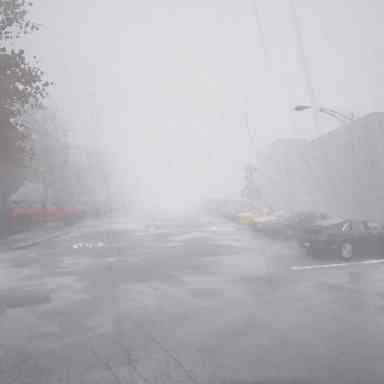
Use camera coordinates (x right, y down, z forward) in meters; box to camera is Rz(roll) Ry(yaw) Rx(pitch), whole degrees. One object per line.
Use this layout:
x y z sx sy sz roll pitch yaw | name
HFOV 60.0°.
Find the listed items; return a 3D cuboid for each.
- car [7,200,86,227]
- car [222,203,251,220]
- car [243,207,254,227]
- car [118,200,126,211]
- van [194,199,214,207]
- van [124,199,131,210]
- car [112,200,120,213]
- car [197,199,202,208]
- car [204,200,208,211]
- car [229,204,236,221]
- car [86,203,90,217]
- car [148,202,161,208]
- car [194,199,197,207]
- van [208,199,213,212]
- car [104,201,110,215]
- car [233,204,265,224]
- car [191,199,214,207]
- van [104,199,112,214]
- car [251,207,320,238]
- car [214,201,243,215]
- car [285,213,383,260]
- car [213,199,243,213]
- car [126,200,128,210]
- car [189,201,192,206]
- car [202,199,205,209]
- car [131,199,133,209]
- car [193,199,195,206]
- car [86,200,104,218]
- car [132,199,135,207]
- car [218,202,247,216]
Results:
-11.918 1.727 27.197 5.566 2.045 2.435 0 -1 -23 | car
5.721 2.027 30.994 4.892 1.521 2.231 1 -1 -23 | car
6.138 1.930 22.206 4.674 1.452 2.002 1 -1 -23 | car
-12.764 2.302 47.836 5.366 1.575 1.946 0 -1 -23 | car
3.051 2.760 83.683 4.442 1.987 1.878 1 -1 -23 | van
-13.259 2.236 56.637 4.442 1.987 1.878 0 -1 -23 | van
-12.785 2.257 44.822 4.892 1.521 2.231 0 -1 -23 | car
4.322 2.266 60.315 5.566 2.045 2.435 1 -1 -23 | car
4.854 2.306 48.578 5.008 1.535 2.097 1 -1 -23 | car
5.855 2.021 28.067 4.674 1.452 2.002 1 -1 -23 | car
-12.107 2.054 30.104 4.792 1.488 2.163 0 -1 -23 | car
-7.714 2.772 72.295 2.033 1.411 5.357 0 -1 -3 | car
3.898 2.748 72.087 5.366 1.575 1.946 1 -2 -23 | car
4.900 2.028 45.603 4.442 1.987 1.878 1 -1 -23 | van
-12.535 2.191 38.928 4.792 1.488 2.163 0 -1 -23 | car
6.162 1.936 25.214 5.366 1.575 1.946 1 -1 -23 | car
2.833 2.859 89.585 5.566 2.045 2.435 1 -2 -23 | car
-12.756 1.983 41.834 4.442 1.987 1.878 0 -1 -23 | van
6.285 1.846 19.277 4.892 1.521 2.231 1 -1 -23 | car
5.434 2.117 36.859 4.892 1.521 2.231 1 -1 -23 | car
6.558 1.756 13.421 4.892 1.521 2.231 1 -1 -23 | car
5.318 2.037 39.799 4.553 1.767 2.185 1 -1 -23 | car
-13.214 2.448 53.639 4.674 1.452 2.002 0 -1 -23 | car
2.836 3.041 86.586 5.366 1.575 1.946 1 -1 -23 | car
4.550 2.282 54.430 4.553 1.767 2.185 1 -1 -23 | car
-13.505 2.558 59.525 4.674 1.452 2.002 0 -1 -23 | car
3.616 2.868 77.940 5.366 1.575 1.946 1 -2 -23 | car
-12.340 1.989 36.014 4.553 1.767 2.185 -1 -1 -23 | car
-13.650 2.613 62.466 4.674 1.452 2.002 0 -1 -23 | car
5.542 2.100 33.914 4.792 1.488 2.163 1 -1 -23 | car
